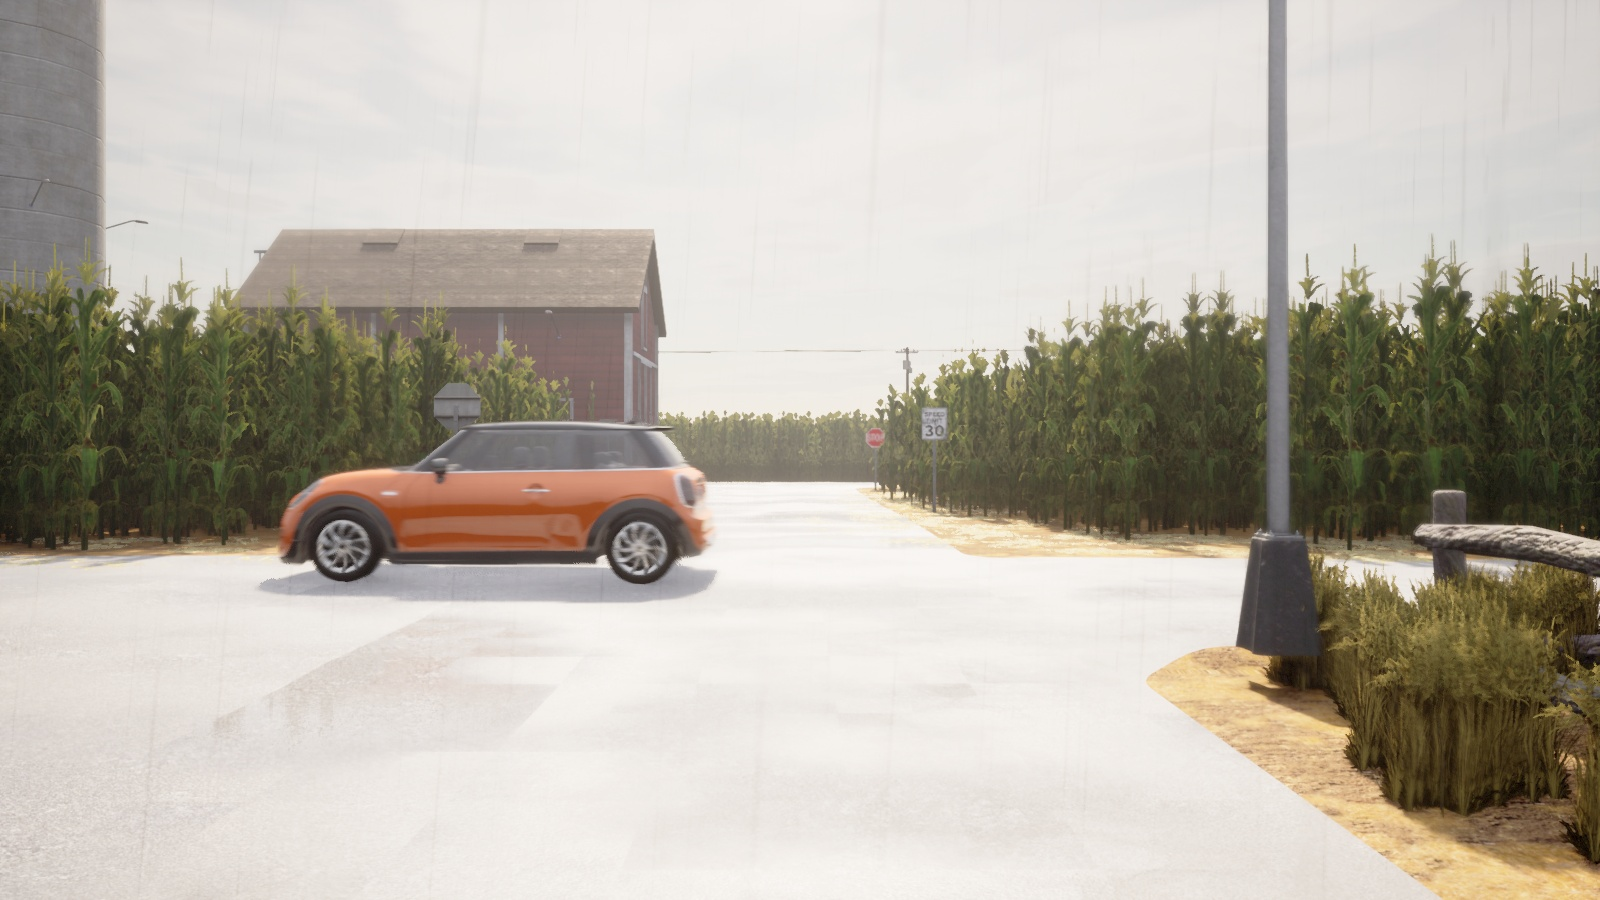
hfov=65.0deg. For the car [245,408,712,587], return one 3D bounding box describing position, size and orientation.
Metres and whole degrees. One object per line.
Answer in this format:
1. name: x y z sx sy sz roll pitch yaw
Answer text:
1. car: -3.327 0.466 13.729 4.553 1.767 2.097 0 1 1
